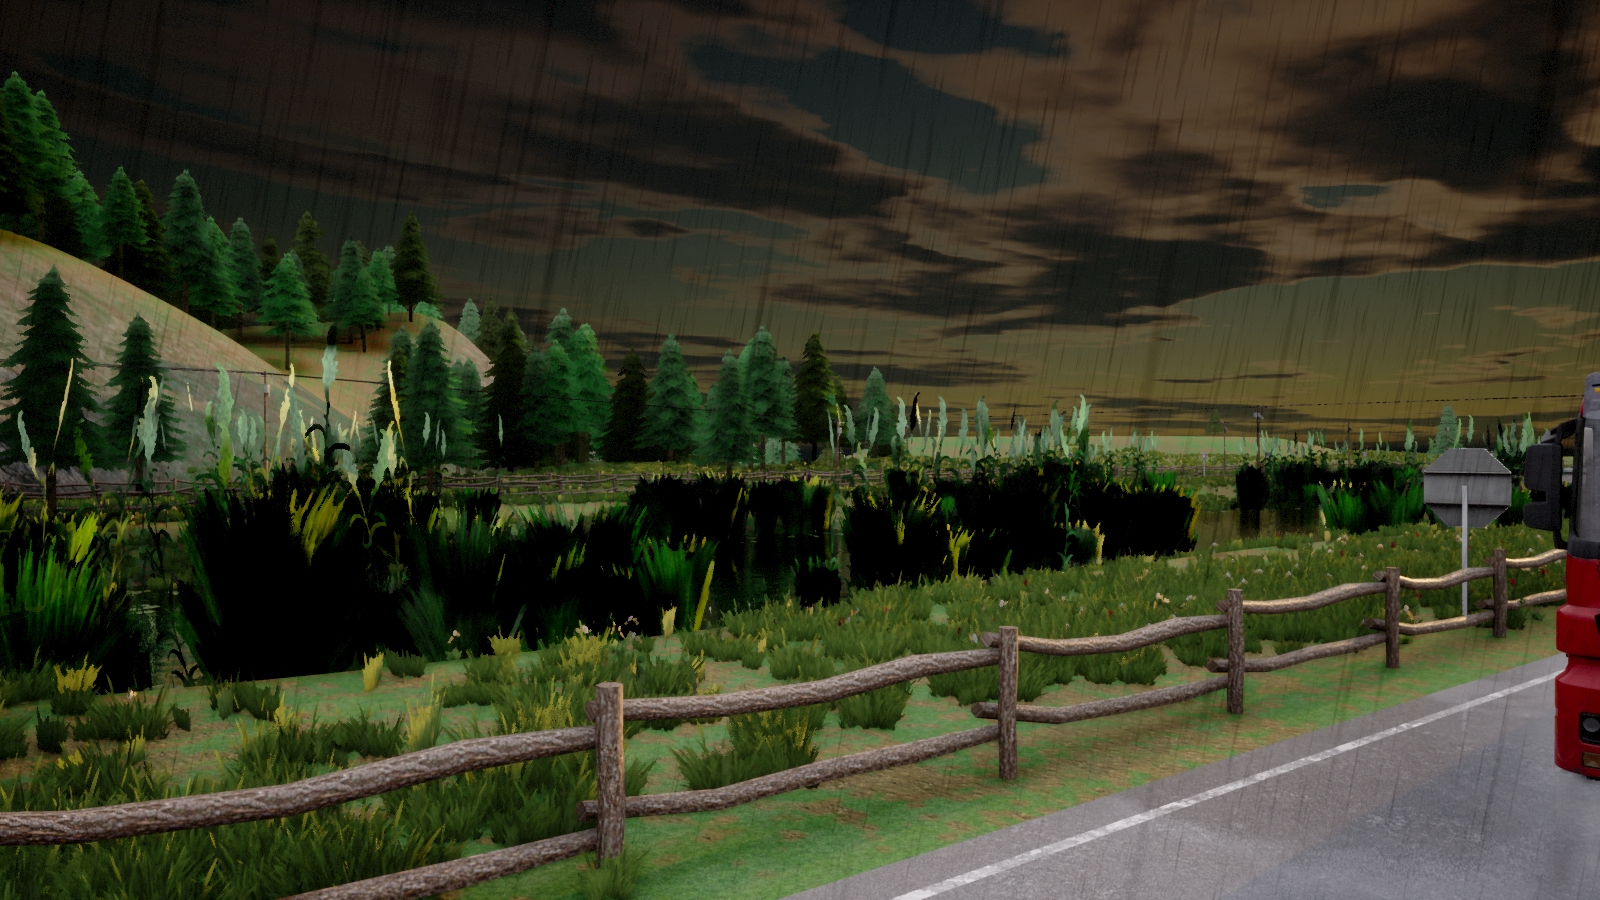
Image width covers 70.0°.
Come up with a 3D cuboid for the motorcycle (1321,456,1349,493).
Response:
[{"bbox_3d":[34.880,1.577,74.489,2.033,2.348,0.803,0,0,-39],"label":"motorcycle"}]

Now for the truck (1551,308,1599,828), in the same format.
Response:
[{"bbox_3d":[9.469,0.862,10.933,2.891,3.827,8.468,0,0,40],"label":"truck"}]
